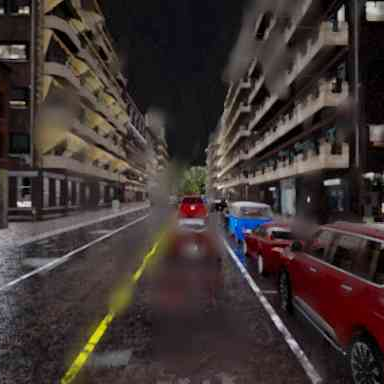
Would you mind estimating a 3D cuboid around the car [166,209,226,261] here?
[{"bbox_3d":[0.061,1.569,12.339,1.812,1.442,4.674,0,0,0],"label":"car"}]

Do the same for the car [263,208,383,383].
[{"bbox_3d":[2.706,1.332,4.742,2.192,1.841,5.009,1,0,0],"label":"car"}]

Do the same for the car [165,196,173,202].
[{"bbox_3d":[-5.650,1.814,82.609,1.752,1.417,4.829,1,0,0],"label":"car"}]

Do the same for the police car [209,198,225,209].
[{"bbox_3d":[3.147,1.564,40.020,1.930,1.638,5.238,0,0,0],"label":"police car"}]

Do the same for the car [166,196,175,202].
[{"bbox_3d":[-5.649,1.875,88.351,1.947,1.339,4.313,1,0,0],"label":"car"}]

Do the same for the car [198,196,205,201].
[{"bbox_3d":[2.713,1.873,93.879,1.887,1.381,4.507,1,0,0],"label":"car"}]

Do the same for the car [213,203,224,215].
[{"bbox_3d":[2.708,1.626,21.454,2.008,1.369,4.403,1,0,0],"label":"car"}]

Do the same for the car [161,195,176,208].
[{"bbox_3d":[-3.064,1.669,50.944,2.128,1.511,4.902,0,0,0],"label":"car"}]

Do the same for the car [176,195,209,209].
[{"bbox_3d":[0.073,1.322,28.191,2.150,2.045,5.566,0,0,0],"label":"car"}]

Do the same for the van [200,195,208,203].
[{"bbox_3d":[2.733,1.611,77.167,1.690,1.788,3.998,1,0,0],"label":"van"}]

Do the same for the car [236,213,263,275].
[{"bbox_3d":[2.704,1.581,10.313,1.887,1.381,4.507,1,0,0],"label":"car"}]

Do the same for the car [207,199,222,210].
[{"bbox_3d":[3.164,1.689,46.911,1.812,1.442,4.674,0,0,0],"label":"car"}]

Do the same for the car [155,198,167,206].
[{"bbox_3d":[-5.659,1.793,60.495,1.802,1.307,4.206,1,0,0],"label":"car"}]

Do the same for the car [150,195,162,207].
[{"bbox_3d":[-5.657,1.506,54.925,2.192,1.841,5.009,1,0,0],"label":"car"}]

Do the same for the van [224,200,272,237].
[{"bbox_3d":[2.709,1.397,15.884,1.690,1.788,3.998,1,0,0],"label":"van"}]
